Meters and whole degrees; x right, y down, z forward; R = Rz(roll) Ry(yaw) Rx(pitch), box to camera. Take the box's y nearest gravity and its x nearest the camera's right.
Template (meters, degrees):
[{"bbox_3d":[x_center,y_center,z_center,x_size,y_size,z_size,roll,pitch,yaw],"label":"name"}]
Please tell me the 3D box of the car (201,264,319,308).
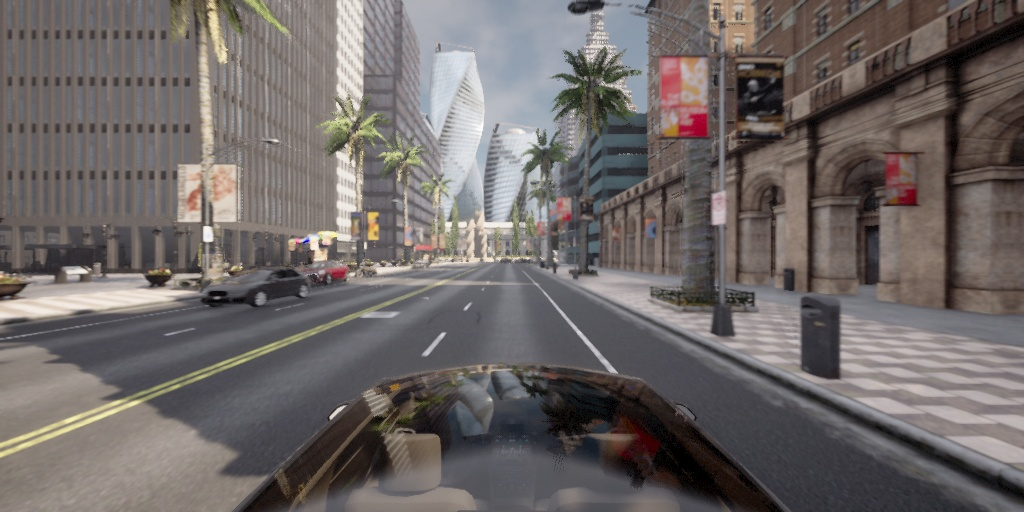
[{"bbox_3d":[-10.588,1.258,15.303,1.837,1.490,4.892,0,0,0],"label":"car"}]
